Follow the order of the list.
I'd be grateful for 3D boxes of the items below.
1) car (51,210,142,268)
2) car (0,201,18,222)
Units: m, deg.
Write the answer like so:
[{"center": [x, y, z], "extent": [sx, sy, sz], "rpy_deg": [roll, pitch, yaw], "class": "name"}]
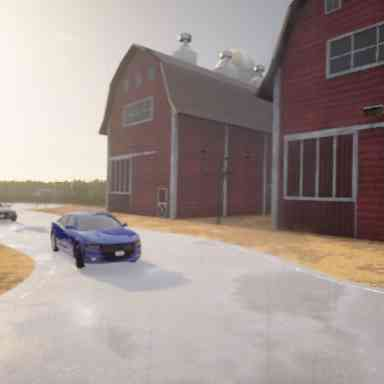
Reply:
[{"center": [-3.429, 1.425, 11.396], "extent": [1.882, 1.535, 5.008], "rpy_deg": [1, 0, -35], "class": "car"}, {"center": [-13.496, 1.315, 22.763], "extent": [1.994, 1.385, 4.181], "rpy_deg": [1, 0, -43], "class": "car"}]
